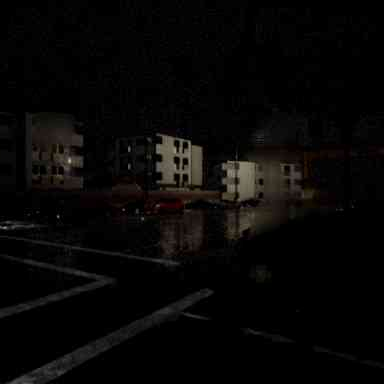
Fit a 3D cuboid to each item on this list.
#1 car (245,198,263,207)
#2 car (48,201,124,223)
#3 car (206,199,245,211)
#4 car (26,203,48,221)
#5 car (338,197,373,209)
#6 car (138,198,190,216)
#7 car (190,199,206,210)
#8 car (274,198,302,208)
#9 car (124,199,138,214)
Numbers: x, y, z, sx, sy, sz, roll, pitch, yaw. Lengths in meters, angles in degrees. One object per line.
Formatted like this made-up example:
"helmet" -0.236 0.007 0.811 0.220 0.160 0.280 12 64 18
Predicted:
"car" 8.682 1.574 50.265 4.181 1.385 1.994 0 0 -34
"car" -8.112 1.502 25.801 2.128 1.511 4.902 0 0 37
"car" 4.296 1.610 41.785 1.895 1.301 4.718 0 0 41
"car" -11.138 1.518 27.594 1.837 1.490 4.892 0 0 37
"car" 22.085 1.508 44.933 4.892 1.490 1.837 0 0 -18
"car" -2.685 1.362 32.948 2.097 1.767 4.553 0 0 38
"car" 0.883 1.575 43.033 1.994 1.385 4.181 0 0 40
"car" 14.361 1.572 49.590 4.181 1.385 1.994 0 0 -26
"car" -5.343 1.503 35.238 2.128 1.511 4.902 0 0 38
